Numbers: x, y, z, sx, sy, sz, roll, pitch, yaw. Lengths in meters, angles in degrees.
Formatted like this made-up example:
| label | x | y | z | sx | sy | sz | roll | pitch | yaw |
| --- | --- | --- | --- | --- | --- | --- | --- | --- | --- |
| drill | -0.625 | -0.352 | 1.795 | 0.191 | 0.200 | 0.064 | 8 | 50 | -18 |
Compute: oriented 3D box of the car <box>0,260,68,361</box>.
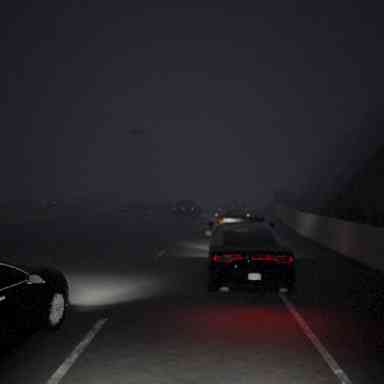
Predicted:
| label | x | y | z | sx | sy | sz | roll | pitch | yaw |
| --- | --- | --- | --- | --- | --- | --- | --- | --- | --- |
| car | -3.205 | 1.527 | 4.047 | 1.837 | 1.490 | 4.892 | -1 | 0 | 3 |

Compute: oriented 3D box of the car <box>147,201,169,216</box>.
| label | x | y | z | sx | sy | sz | roll | pitch | yaw |
| --- | --- | --- | --- | --- | --- | --- | --- | --- | --- |
| car | -2.915 | 1.713 | 35.817 | 1.812 | 1.442 | 4.674 | 0 | 0 | 12 |

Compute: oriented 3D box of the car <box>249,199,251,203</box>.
| label | x | y | z | sx | sy | sz | roll | pitch | yaw |
| --- | --- | --- | --- | --- | --- | --- | --- | --- | --- |
| car | 6.495 | 1.729 | 45.935 | 2.128 | 1.511 | 4.902 | 0 | 0 | 17 |

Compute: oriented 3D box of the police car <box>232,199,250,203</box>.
| label | x | y | z | sx | sy | sz | roll | pitch | yaw |
| --- | --- | --- | --- | --- | --- | --- | --- | --- | --- |
| police car | 2.913 | 1.548 | 23.673 | 1.930 | 1.638 | 5.238 | 0 | 0 | 8 |

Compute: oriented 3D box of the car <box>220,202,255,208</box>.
| label | x | y | z | sx | sy | sz | roll | pitch | yaw |
| --- | --- | --- | --- | --- | --- | --- | --- | --- | --- |
| car | 2.214 | 1.550 | 18.305 | 1.801 | 1.575 | 5.366 | 0 | 0 | 7 |

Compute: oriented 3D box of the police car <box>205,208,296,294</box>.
| label | x | y | z | sx | sy | sz | roll | pitch | yaw |
| --- | --- | --- | --- | --- | --- | --- | --- | --- | --- |
| police car | 1.392 | 1.473 | 9.108 | 1.930 | 1.638 | 5.238 | 0 | 0 | 4 |

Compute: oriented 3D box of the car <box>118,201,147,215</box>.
| label | x | y | z | sx | sy | sz | roll | pitch | yaw |
| --- | --- | --- | --- | --- | --- | --- | --- | --- | --- |
| car | -6.394 | 1.742 | 37.140 | 2.033 | 1.411 | 5.357 | 0 | 0 | 13 |

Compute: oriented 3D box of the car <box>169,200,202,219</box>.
| label | x | y | z | sx | sy | sz | roll | pitch | yaw |
| --- | --- | --- | --- | --- | --- | --- | --- | --- | --- |
| car | -0.338 | 1.513 | 30.966 | 2.097 | 1.767 | 4.553 | 0 | 0 | 11 |

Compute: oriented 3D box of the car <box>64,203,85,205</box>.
| label | x | y | z | sx | sy | sz | roll | pitch | yaw |
| --- | --- | --- | --- | --- | --- | --- | --- | --- | --- |
| car | -17.620 | 1.620 | 50.614 | 2.097 | 1.767 | 4.553 | 0 | 0 | 15 |

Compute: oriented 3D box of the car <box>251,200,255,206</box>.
| label | x | y | z | sx | sy | sz | roll | pitch | yaw |
| --- | --- | --- | --- | --- | --- | --- | --- | --- | --- |
| car | 9.319 | 1.851 | 55.640 | 1.994 | 1.385 | 4.181 | 0 | 0 | 20 |

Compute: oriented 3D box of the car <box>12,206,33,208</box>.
| label | x | y | z | sx | sy | sz | roll | pitch | yaw |
| --- | --- | --- | --- | --- | --- | --- | --- | --- | --- |
| car | -25.415 | 1.736 | 48.402 | 1.882 | 1.535 | 5.008 | 0 | -1 | 14 |
